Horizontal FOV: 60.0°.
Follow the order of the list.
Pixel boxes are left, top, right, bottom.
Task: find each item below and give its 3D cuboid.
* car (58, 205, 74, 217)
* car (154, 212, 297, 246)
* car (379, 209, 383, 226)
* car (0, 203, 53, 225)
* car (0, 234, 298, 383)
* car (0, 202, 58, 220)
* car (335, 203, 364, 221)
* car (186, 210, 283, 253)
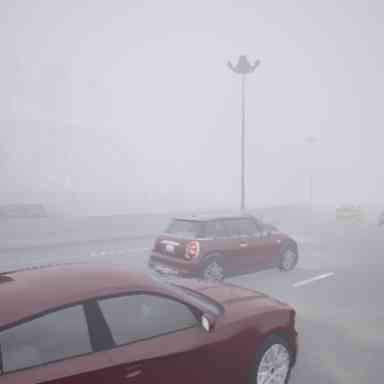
[{"bbox_3d":[-13.297,1.637,29.522,5.357,1.411,2.033,1,-1,-43],"label":"car"},{"bbox_3d":[1.074,1.421,9.542,4.553,1.767,2.097,1,-1,-40],"label":"car"},{"bbox_3d":[15.483,1.830,25.465,2.033,1.411,5.357,0,0,34],"label":"car"},{"bbox_3d":[-13.465,1.604,24.741,5.357,1.411,2.033,1,0,-40],"label":"car"},{"bbox_3d":[-0.960,1.491,3.339,5.008,1.535,1.882,1,0,-37],"label":"car"},{"bbox_3d":[-10.267,1.393,18.475,4.553,1.767,2.097,1,-1,-40],"label":"car"},{"bbox_3d":[14.465,1.785,30.429,1.882,1.535,5.008,0,0,33],"label":"car"},{"bbox_3d":[2.066,1.639,15.096,4.674,1.442,1.812,1,0,-43],"label":"car"}]
